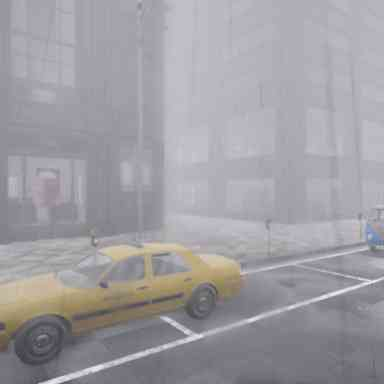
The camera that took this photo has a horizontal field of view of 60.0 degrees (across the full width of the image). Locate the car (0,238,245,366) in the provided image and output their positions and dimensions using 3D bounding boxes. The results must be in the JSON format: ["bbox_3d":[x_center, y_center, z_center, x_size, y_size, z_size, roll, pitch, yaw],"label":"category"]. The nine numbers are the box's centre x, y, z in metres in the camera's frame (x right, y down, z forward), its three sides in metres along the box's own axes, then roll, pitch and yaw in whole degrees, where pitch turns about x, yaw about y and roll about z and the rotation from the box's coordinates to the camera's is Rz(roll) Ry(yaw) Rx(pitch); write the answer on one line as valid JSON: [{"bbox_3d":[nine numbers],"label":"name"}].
[{"bbox_3d":[-1.225,1.526,5.775,4.829,1.417,1.752,0,0,-35],"label":"car"}]

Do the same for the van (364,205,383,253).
[{"bbox_3d":[8.062,1.340,12.399,3.998,1.788,1.690,0,0,-35],"label":"van"}]
